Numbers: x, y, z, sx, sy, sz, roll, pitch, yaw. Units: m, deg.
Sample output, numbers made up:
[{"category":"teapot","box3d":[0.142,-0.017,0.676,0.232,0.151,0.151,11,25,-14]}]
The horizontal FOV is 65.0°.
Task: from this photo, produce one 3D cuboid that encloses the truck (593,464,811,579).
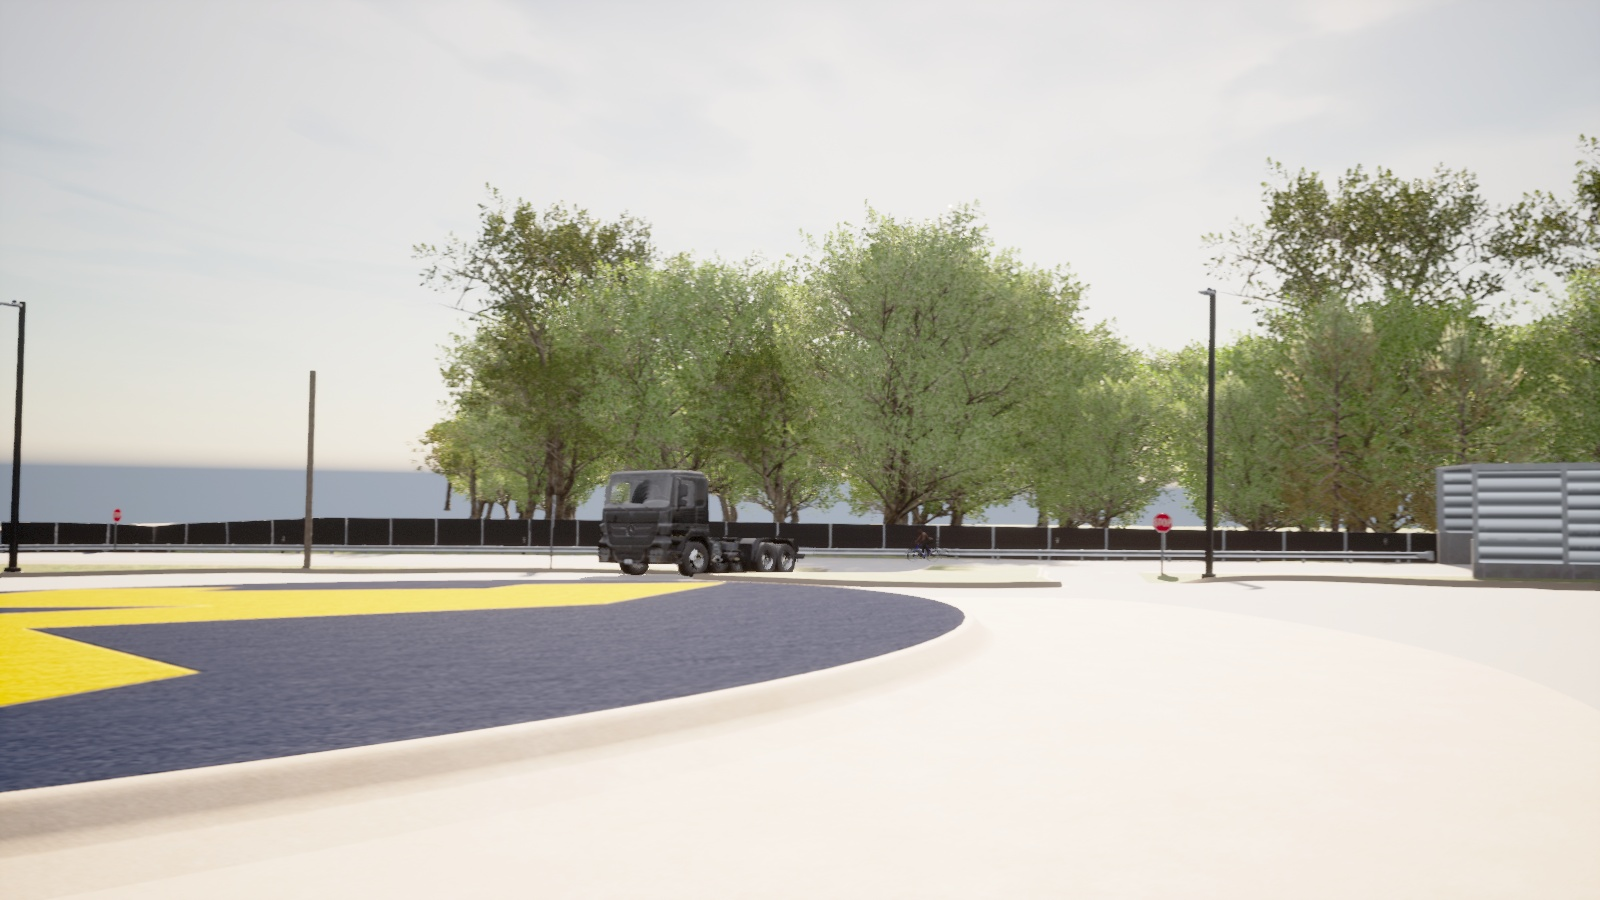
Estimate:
[{"category":"truck","box3d":[-3.049,2.506,41.986,2.891,3.462,7.936,-3,-6,34]}]
